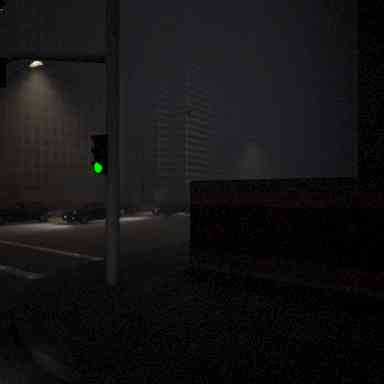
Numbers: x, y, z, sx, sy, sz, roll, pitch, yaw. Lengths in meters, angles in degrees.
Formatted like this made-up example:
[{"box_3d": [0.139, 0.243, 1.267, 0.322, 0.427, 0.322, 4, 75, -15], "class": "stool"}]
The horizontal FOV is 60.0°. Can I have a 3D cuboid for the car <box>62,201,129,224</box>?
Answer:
[{"box_3d": [-7.400, 1.505, 25.121, 1.837, 1.490, 4.892, 0, 0, 36], "class": "car"}]

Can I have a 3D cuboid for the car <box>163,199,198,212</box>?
[{"box_3d": [-1.322, 1.564, 39.470, 1.994, 1.385, 4.181, 0, 0, 36], "class": "car"}]

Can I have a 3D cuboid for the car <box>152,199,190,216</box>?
[{"box_3d": [-1.898, 1.491, 32.717, 2.128, 1.511, 4.902, 0, 0, 36], "class": "car"}]

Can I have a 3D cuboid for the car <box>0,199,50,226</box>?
[{"box_3d": [-12.662, 1.352, 23.793, 2.097, 1.767, 4.553, 0, 0, 36], "class": "car"}]

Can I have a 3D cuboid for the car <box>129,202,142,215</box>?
[{"box_3d": [-7.121, 1.547, 31.478, 2.033, 1.411, 5.357, 0, 0, 36], "class": "car"}]
